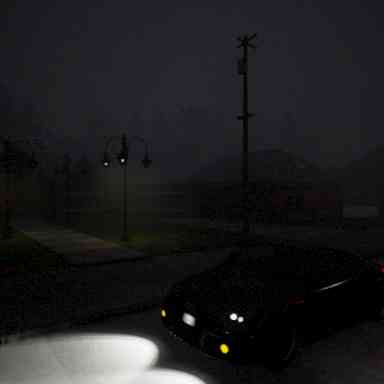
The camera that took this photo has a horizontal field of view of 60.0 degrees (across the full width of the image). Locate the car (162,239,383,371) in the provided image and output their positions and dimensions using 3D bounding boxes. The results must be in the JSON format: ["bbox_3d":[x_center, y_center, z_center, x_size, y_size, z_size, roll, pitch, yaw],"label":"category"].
[{"bbox_3d":[1.585,1.564,5.712,4.181,1.385,1.994,0,0,-35],"label":"car"}]
